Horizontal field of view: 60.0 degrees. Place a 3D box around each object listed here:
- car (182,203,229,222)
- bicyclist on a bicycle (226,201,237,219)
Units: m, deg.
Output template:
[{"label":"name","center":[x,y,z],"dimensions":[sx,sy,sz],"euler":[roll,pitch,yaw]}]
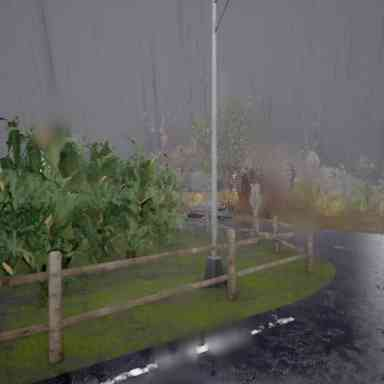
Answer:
[{"label":"car","center":[1.000,1.652,27.795],"dimensions":[1.837,1.490,4.892],"euler":[0,0,-35]},{"label":"bicyclist on a bicycle","center":[3.384,1.592,29.661],"dimensions":[1.656,1.620,0.582],"euler":[0,0,-35]}]
